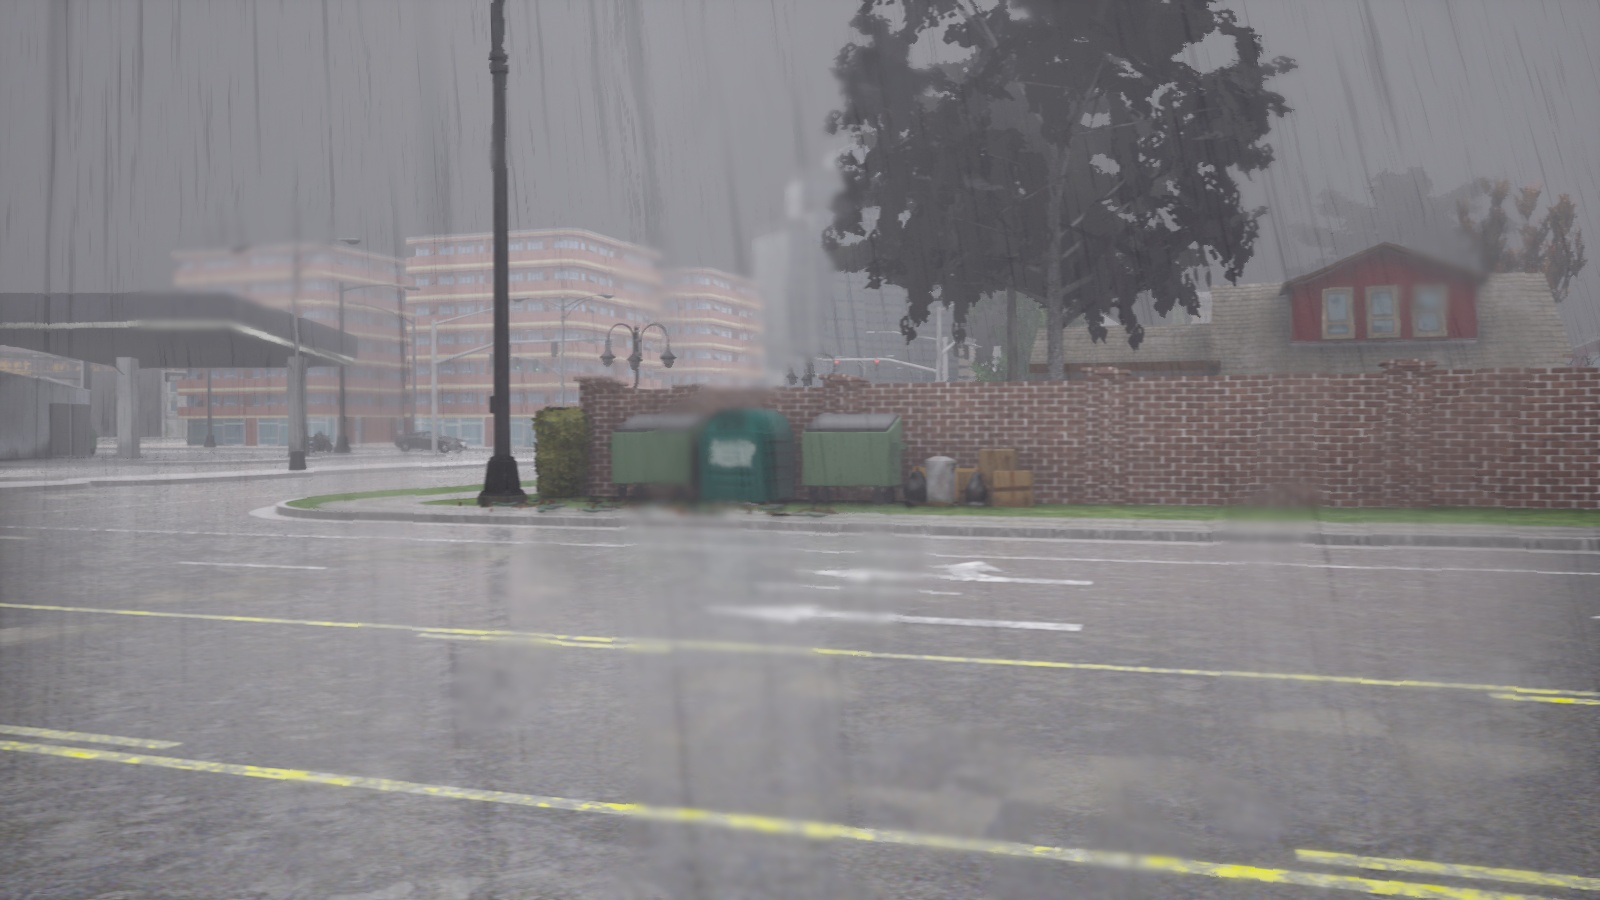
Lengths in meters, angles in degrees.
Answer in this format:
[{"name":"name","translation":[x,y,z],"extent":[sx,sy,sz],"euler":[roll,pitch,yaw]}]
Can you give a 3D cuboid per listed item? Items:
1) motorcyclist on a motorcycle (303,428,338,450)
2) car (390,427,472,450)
[{"name":"motorcyclist on a motorcycle","translation":[-33.521,-0.776,87.745],"extent":[2.191,1.530,0.866],"euler":[1,1,17]},{"name":"car","translation":[-24.970,-0.762,85.023],"extent":[4.902,1.511,2.128],"euler":[1,1,17]}]
